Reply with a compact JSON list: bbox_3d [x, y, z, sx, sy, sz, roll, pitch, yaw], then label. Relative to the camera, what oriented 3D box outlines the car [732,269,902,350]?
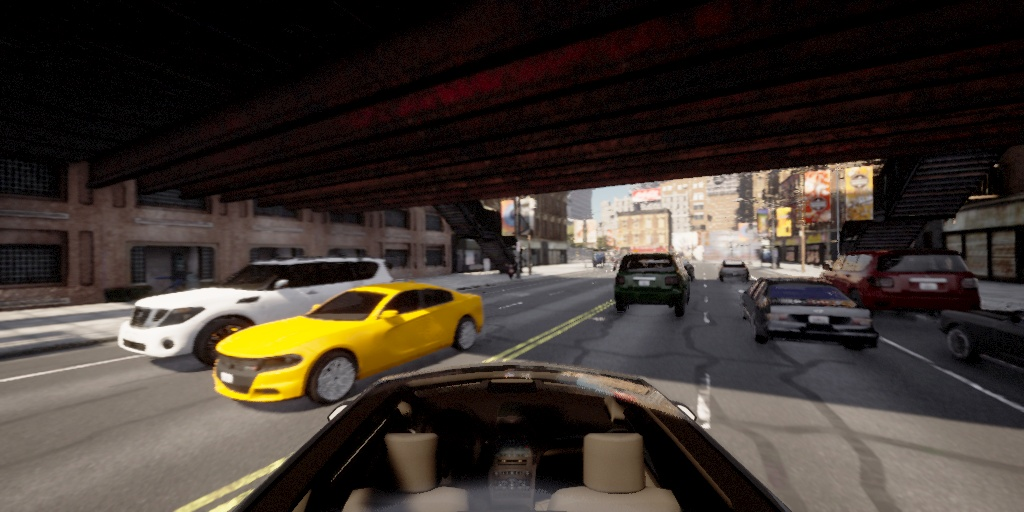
[{"bbox_3d":[6.872,1.208,8.852,2.033,1.411,5.357,-1,0,28],"label":"car"}]

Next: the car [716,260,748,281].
[{"bbox_3d":[16.444,1.034,26.775,2.128,1.511,4.902,-1,0,28],"label":"car"}]

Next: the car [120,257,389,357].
[{"bbox_3d":[-5.383,1.051,8.733,2.150,2.045,5.566,-1,0,29],"label":"car"}]

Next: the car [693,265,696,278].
[{"bbox_3d":[13.387,1.091,28.479,1.837,1.490,4.892,-1,0,28],"label":"car"}]

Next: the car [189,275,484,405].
[{"bbox_3d":[-2.459,1.265,6.777,1.882,1.535,5.008,-1,0,28],"label":"car"}]

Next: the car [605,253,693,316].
[{"bbox_3d":[5.327,0.907,13.372,2.150,2.045,5.566,-1,0,28],"label":"car"}]

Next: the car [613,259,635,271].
[{"bbox_3d":[14.117,1.115,45.141,1.812,1.442,4.674,-1,0,28],"label":"car"}]
